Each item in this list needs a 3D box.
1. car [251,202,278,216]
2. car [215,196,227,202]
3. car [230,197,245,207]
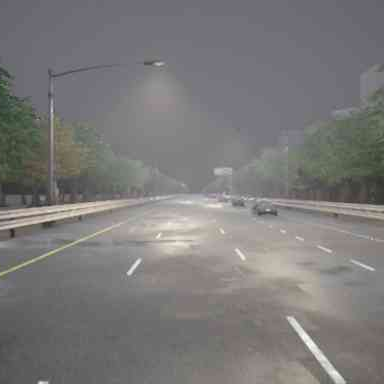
[{"bbox_3d":[7.074,1.635,32.858,1.994,1.385,4.181,0,0,0],"label":"car"},{"bbox_3d":[7.390,1.775,80.643,1.994,1.385,4.181,0,0,1],"label":"car"},{"bbox_3d":[7.175,1.637,52.778,1.837,1.490,4.892,0,0,0],"label":"car"}]
